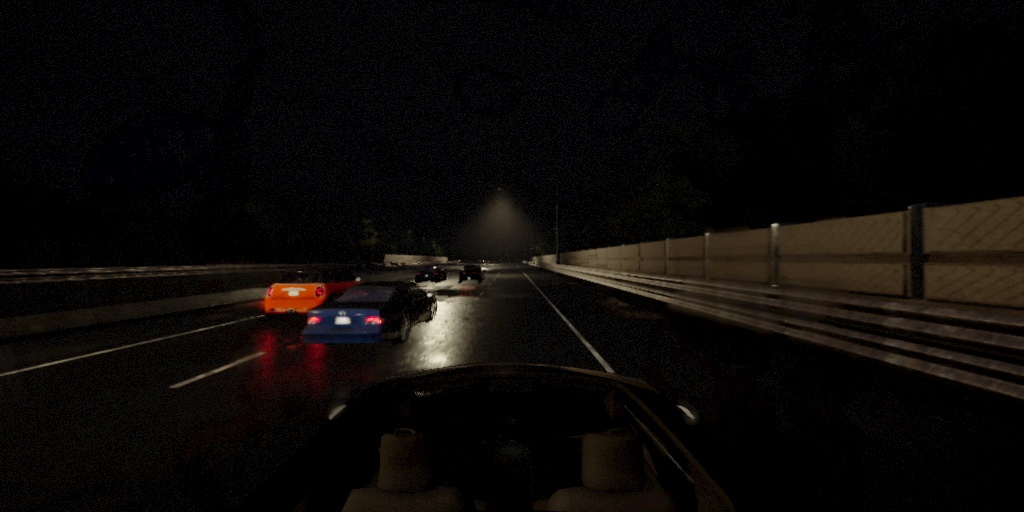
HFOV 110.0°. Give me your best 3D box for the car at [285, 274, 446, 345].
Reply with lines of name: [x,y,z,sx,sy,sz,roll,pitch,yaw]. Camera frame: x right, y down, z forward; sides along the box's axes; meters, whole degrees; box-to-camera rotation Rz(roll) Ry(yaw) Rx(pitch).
car: [-3.400,1.373,9.720,2.033,1.411,5.357,0,-1,0]

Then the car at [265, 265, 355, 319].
car: [-6.898,1.213,13.455,2.097,1.767,4.553,0,-1,0]

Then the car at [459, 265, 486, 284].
car: [-3.394,1.529,30.758,1.837,1.490,4.892,0,-1,0]

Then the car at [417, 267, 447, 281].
car: [-6.893,1.591,31.044,1.994,1.385,4.181,0,-1,0]
